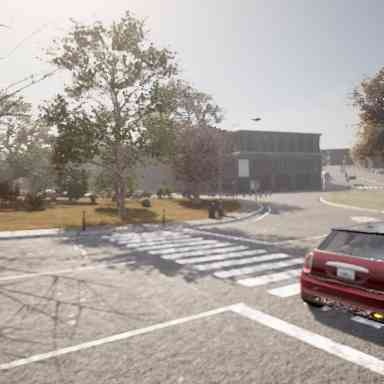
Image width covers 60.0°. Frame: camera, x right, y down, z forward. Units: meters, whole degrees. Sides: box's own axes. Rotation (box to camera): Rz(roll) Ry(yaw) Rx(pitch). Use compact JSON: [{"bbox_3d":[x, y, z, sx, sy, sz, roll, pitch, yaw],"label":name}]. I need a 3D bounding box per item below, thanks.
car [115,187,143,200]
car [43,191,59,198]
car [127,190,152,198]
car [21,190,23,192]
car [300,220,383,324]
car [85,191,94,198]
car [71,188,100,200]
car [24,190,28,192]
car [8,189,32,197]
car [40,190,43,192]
[{"bbox_3d":[-10.518,0.157,55.913,2.435,2.045,5.566,-1,1,16],"label":"car"},{"bbox_3d":[-27.145,0.238,68.430,2.435,2.045,5.566,0,2,18],"label":"car"},{"bbox_3d":[-8.101,0.377,54.199,2.231,1.521,4.892,-1,1,16],"label":"car"},{"bbox_3d":[-38.786,0.286,77.690,2.097,1.535,5.008,0,2,19],"label":"car"},{"bbox_3d":[4.328,1.398,6.780,4.553,1.767,2.097,0,0,-35],"label":"car"},{"bbox_3d":[-17.717,0.497,61.070,1.946,1.575,5.366,-1,1,17],"label":"car"},{"bbox_3d":[-20.052,0.257,63.066,2.435,2.045,5.566,-1,1,17],"label":"car"},{"bbox_3d":[-34.168,0.254,73.942,2.185,1.767,4.553,0,2,18],"label":"car"},{"bbox_3d":[-41.109,0.241,79.552,2.097,1.535,5.008,0,2,19],"label":"car"},{"bbox_3d":[-31.820,0.422,72.132,2.097,1.535,5.008,0,2,18],"label":"car"}]
